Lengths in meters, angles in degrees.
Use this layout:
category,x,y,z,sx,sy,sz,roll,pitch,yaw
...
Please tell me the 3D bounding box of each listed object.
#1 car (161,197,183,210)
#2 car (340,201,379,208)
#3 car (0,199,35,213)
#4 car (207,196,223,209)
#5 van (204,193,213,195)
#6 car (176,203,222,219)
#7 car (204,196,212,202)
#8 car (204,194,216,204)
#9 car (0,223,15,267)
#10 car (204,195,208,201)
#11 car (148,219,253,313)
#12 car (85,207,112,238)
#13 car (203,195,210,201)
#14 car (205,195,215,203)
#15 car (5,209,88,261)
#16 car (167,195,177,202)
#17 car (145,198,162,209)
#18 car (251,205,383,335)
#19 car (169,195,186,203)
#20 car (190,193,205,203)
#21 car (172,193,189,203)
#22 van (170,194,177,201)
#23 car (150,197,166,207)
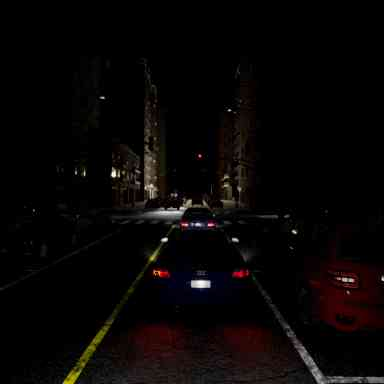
category,x,y,z,sx,sy,sz,roll,pitch,yaw
car,-2.504,1.611,43.240,1.895,1.301,4.718,0,0,1
car,15.362,1.654,31.937,4.902,1.511,2.128,0,-1,1
car,-16.387,1.342,29.353,4.902,1.511,2.128,1,-1,1
car,3.293,1.593,44.909,1.802,1.307,4.206,1,0,1
van,3.532,1.358,61.928,1.690,1.788,3.998,1,0,1
car,0.292,1.552,17.836,2.033,1.411,5.357,0,0,0
car,3.766,1.608,78.945,1.802,1.307,4.206,1,0,1
car,3.611,1.335,67.600,2.192,1.841,5.009,1,0,1
car,-5.767,1.527,6.602,1.752,1.417,4.829,1,0,1
car,3.450,1.596,56.255,1.802,1.307,4.206,1,0,1
car,0.185,1.566,7.772,1.994,1.385,4.181,0,0,1
car,-5.611,1.529,17.850,1.752,1.417,4.829,1,0,1
car,3.924,1.599,90.291,1.947,1.339,4.313,1,0,1
car,3.371,1.594,50.582,1.802,1.307,4.206,1,0,1
car,-5.687,1.547,12.396,1.887,1.381,4.507,1,0,1
car,-4.757,1.466,79.071,1.967,1.590,4.097,1,0,1
car,-5.232,1.555,45.037,1.887,1.381,4.507,1,0,1
car,2.762,1.316,6.644,2.192,1.841,5.009,1,0,1
car,-2.366,1.614,52.670,1.895,1.301,4.718,0,0,1
car,0.905,1.493,58.034,1.882,1.535,5.008,0,0,1
car,-2.203,1.369,62.311,2.097,1.767,4.553,0,0,1
van,-4.677,1.371,84.743,1.690,1.788,3.998,1,0,1
car,-5.153,1.557,50.709,1.887,1.381,4.507,1,0,1
